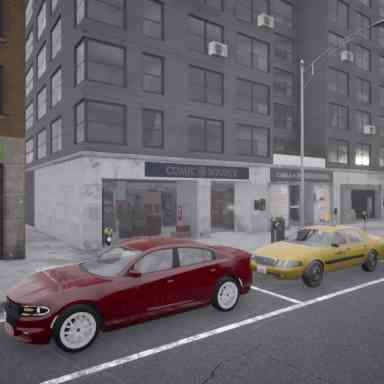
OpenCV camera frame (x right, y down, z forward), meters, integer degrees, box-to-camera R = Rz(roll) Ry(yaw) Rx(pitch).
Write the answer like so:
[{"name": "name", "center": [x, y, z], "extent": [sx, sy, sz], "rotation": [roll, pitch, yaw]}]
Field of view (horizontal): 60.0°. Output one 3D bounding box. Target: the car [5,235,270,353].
[{"name": "car", "center": [-0.867, 1.545, 6.132], "extent": [4.507, 1.381, 1.887], "rotation": [0, 0, -35]}]

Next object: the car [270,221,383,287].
[{"name": "car", "center": [3.626, 1.525, 9.302], "extent": [4.829, 1.417, 1.752], "rotation": [0, 0, -35]}]
